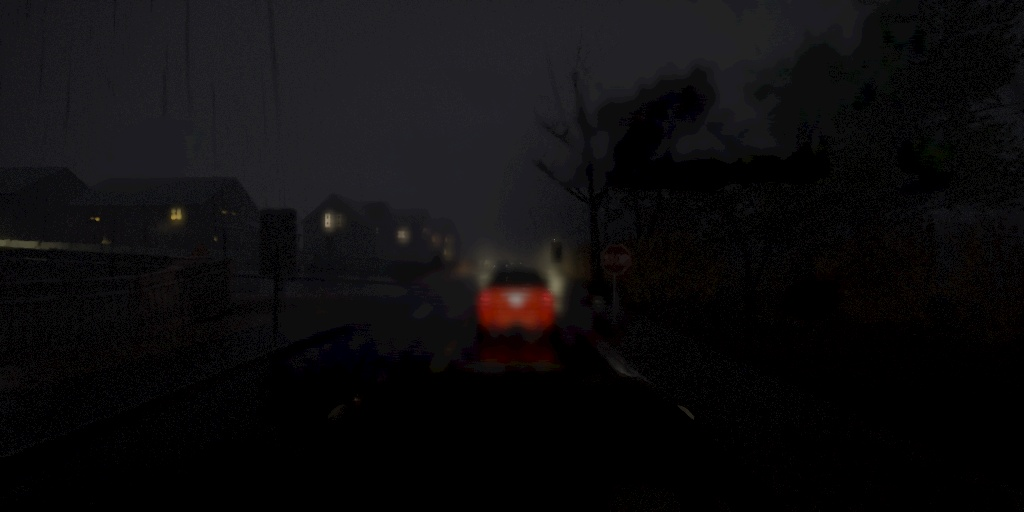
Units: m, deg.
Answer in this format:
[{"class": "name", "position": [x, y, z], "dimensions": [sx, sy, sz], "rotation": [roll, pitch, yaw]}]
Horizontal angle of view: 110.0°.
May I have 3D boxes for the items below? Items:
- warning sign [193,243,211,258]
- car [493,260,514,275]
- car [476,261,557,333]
[{"class": "warning sign", "position": [-19.712, 0.093, 22.791], "dimensions": [1.060, 1.860, 1.300], "rotation": [0, 0, 1]}, {"class": "car", "position": [-0.982, 1.358, 44.424], "dimensions": [2.097, 1.767, 4.553], "rotation": [0, -1, 5]}, {"class": "car", "position": [0.171, 1.143, 11.121], "dimensions": [2.097, 1.767, 4.553], "rotation": [0, 0, 1]}]
